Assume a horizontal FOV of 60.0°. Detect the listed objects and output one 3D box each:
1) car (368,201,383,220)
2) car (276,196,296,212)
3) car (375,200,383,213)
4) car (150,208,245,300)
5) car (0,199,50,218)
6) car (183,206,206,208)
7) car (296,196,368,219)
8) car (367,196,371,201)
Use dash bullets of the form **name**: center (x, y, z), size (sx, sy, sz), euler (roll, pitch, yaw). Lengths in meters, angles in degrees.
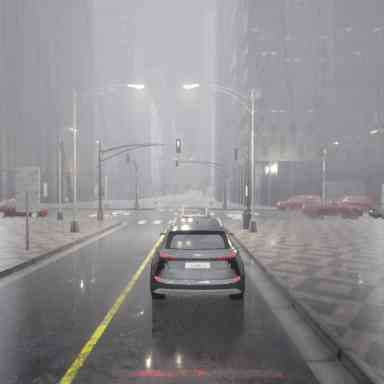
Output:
- **car**: center (17.820, 1.742, 29.188), size (4.313, 1.339, 1.947), euler (0, 1, 0)
- **car**: center (12.179, 1.325, 37.703), size (5.009, 1.841, 2.192), euler (0, 1, 0)
- **car**: center (23.463, 1.634, 37.718), size (4.313, 1.339, 1.947), euler (0, 1, 0)
- **car**: center (0.124, 1.428, 8.407), size (2.033, 1.649, 4.856), euler (0, 0, 1)
- **car**: center (-14.864, 1.567, 29.152), size (4.507, 1.381, 1.887), euler (0, 1, 0)
- **car**: center (0.129, 1.507, 17.493), size (1.837, 1.490, 4.892), euler (0, 0, 0)
- **car**: center (12.177, 1.463, 29.179), size (5.009, 1.841, 2.192), euler (0, 1, 0)
- **car**: center (17.822, 1.353, 37.709), size (5.009, 1.841, 2.192), euler (0, 1, 0)
